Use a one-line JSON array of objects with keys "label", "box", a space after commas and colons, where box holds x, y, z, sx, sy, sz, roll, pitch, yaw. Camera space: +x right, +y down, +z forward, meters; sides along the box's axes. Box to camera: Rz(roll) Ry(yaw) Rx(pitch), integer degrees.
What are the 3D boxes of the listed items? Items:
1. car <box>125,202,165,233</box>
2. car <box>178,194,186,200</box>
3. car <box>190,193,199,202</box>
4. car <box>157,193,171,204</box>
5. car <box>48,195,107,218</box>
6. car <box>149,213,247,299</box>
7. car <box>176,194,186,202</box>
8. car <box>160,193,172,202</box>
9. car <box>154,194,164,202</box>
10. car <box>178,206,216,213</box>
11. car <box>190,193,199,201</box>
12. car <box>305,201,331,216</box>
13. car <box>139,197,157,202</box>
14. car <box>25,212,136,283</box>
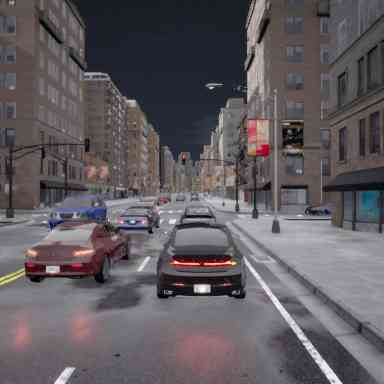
[{"label": "car", "box": [-2.958, 1.546, 19.162, 2.033, 1.411, 5.357, 0, 0, 0]}, {"label": "car", "box": [-2.545, 1.245, 85.658, 1.882, 1.535, 5.008, 0, 0, 0]}, {"label": "car", "box": [0.637, 1.473, 75.392, 1.812, 1.442, 4.674, 0, 0, 0]}, {"label": "car", "box": [-5.998, 1.183, 64.765, 2.150, 2.045, 5.566, 0, 0, 1]}, {"label": "car", "box": [-6.641, 1.220, 20.048, 2.150, 2.045, 5.566, 0, 0, -1]}, {"label": "car", "box": [0.205, 1.506, 8.459, 1.837, 1.490, 4.892, 0, 0, 0]}, {"label": "car", "box": [-2.622, 1.493, 75.655, 1.994, 1.385, 4.181, 0, 0, 0]}, {"label": "car", "box": [-5.874, 1.170, 75.458, 2.150, 2.045, 5.566, 0, 0, 0]}, {"label": "car", "box": [-6.126, 1.498, 54.104, 1.812, 1.442, 4.674, 0, 0, 1]}, {"label": "car", "box": [0.291, 1.490, 17.855, 2.128, 1.511, 4.902, 0, 0, -1]}, {"label": "car", "box": [0.706, 1.160, 85.660, 2.150, 2.045, 5.566, 0, 0, 0]}, {"label": "car", "box": [14.124, 1.634, 33.127, 5.357, 1.411, 2.033, 0, -1, -3]}, {"label": "car", "box": [-6.212, 1.582, 44.093, 1.895, 1.301, 4.718, 0, 0, 0]}, {"label": "car", "box": [-3.026, 1.527, 9.595, 1.812, 1.442, 4.674, 0, 0, 1]}]
